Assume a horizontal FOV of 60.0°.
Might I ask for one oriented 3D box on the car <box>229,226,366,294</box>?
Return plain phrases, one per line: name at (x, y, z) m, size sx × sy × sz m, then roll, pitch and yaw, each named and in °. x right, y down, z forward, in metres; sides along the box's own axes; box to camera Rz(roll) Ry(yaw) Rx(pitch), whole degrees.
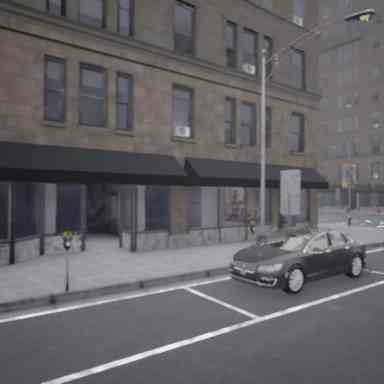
car at (2.950, 1.628, 8.875) m, size 4.403 × 1.369 × 2.008 m, roll 1°, pitch 0°, yaw -36°
